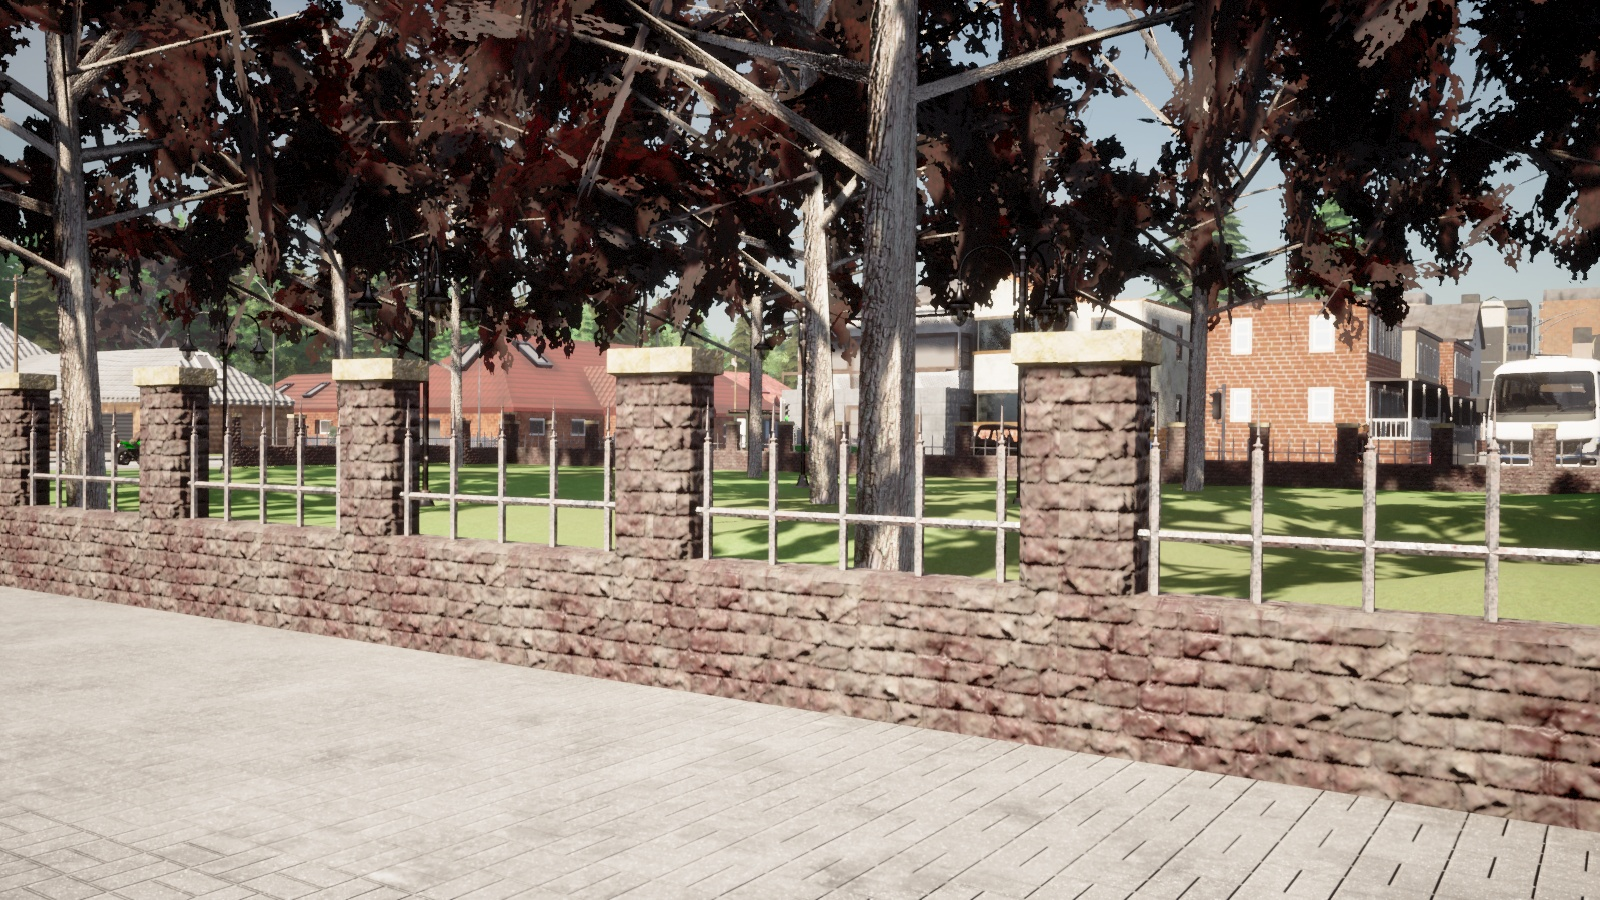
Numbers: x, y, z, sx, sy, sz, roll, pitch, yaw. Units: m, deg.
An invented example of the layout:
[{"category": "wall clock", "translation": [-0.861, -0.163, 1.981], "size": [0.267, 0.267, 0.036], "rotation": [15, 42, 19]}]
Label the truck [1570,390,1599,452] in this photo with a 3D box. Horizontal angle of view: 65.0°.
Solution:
[{"category": "truck", "translation": [47.121, -1.685, 73.795], "size": [2.891, 3.462, 7.936], "rotation": [0, 1, 34]}]

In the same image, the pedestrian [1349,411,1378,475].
[{"category": "pedestrian", "translation": [16.372, -0.205, 36.479], "size": [0.703, 1.840, 0.431], "rotation": [0, 1, 34]}]

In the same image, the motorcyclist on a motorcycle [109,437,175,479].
[{"category": "motorcyclist on a motorcycle", "translation": [-24.805, 0.291, 47.363], "size": [0.797, 1.523, 2.044], "rotation": [0, 1, 32]}]

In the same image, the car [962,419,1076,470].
[{"category": "car", "translation": [8.383, -0.206, 48.138], "size": [3.866, 1.878, 1.905], "rotation": [0, 1, 32]}]

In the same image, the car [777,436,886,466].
[{"category": "car", "translation": [1.423, 0.032, 57.652], "size": [4.718, 1.301, 1.895], "rotation": [0, 1, 34]}]

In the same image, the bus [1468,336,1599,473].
[{"category": "bus", "translation": [26.776, -1.491, 44.217], "size": [3.944, 4.253, 10.273], "rotation": [-1, 0, 38]}]
